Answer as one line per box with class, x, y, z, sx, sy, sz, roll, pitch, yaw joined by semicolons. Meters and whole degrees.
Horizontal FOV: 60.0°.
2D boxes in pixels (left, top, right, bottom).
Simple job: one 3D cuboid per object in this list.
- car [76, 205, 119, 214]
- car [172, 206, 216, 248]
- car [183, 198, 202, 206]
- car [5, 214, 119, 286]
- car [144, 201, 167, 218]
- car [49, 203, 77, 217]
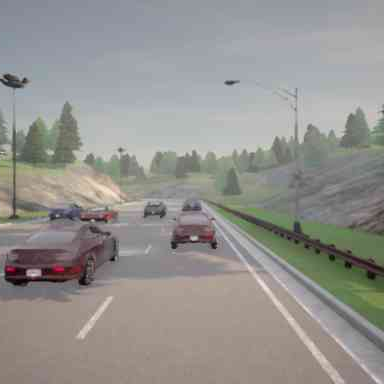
car;-6.953;1.726;25.472;1.895;1.301;4.718;0;0;0
car;0.077;1.587;14.988;1.812;1.442;4.674;0;0;0
car;0.021;1.504;37.176;2.097;1.767;4.553;0;0;0
car;-3.397;1.575;9.438;1.812;1.442;4.674;0;0;0
car;-3.465;1.634;32.011;2.128;1.511;4.902;0;0;0
car;-10.453;1.672;28.154;1.812;1.442;4.674;0;0;0
